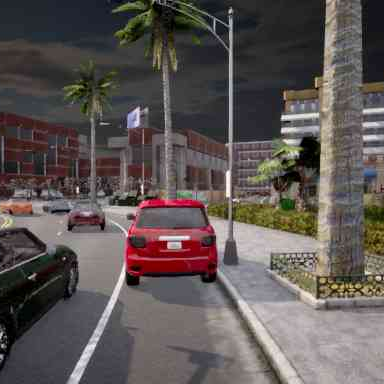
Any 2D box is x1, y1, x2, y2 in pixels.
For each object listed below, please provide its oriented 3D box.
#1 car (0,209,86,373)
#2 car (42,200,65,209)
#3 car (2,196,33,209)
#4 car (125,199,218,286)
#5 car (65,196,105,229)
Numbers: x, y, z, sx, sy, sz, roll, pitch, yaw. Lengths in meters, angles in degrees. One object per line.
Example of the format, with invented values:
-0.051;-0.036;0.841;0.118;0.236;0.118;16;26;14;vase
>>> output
-3.461;1.351;5.540;2.097;1.767;4.553;0;0;-4;car
-14.449;1.553;35.143;1.994;1.385;4.181;0;0;-38;car
-17.709;1.339;33.629;2.097;1.767;4.553;0;0;-39;car
-0.718;1.220;9.685;2.150;2.045;5.566;0;0;-7;car
-6.738;1.348;21.170;2.097;1.767;4.553;0;0;-18;car
